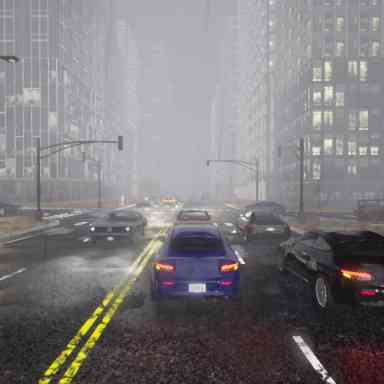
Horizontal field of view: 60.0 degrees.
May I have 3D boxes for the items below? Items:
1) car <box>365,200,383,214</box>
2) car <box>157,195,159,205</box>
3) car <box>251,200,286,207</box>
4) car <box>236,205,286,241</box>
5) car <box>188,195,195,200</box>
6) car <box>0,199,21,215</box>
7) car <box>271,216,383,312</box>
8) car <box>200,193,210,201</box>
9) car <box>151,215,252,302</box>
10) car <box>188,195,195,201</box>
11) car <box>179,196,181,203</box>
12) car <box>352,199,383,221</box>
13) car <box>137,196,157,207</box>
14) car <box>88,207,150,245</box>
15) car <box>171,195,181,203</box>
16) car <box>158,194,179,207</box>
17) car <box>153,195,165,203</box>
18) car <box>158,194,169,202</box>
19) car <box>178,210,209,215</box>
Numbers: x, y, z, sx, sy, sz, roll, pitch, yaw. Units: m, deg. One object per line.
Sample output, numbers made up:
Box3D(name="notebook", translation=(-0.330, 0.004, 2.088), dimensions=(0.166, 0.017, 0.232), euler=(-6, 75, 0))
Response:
Box3D(name="car", translation=(21.754, 1.643, 36.199), dimensions=(4.829, 1.417, 1.752), euler=(1, 0, 1))
Box3D(name="car", translation=(-6.672, 1.460, 57.557), dimensions=(1.837, 1.490, 4.892), euler=(0, 0, 0))
Box3D(name="car", translation=(7.691, 1.584, 34.867), dimensions=(4.181, 1.385, 1.994), euler=(1, 1, 20))
Box3D(name="car", translation=(3.329, 1.555, 16.159), dimensions=(1.994, 1.385, 4.181), euler=(0, 0, -1))
Box3D(name="car", translation=(-0.141, 1.505, 89.114), dimensions=(1.895, 1.301, 4.718), euler=(0, 0, 0))
Box3D(name="car", translation=(-18.509, 1.358, 30.991), dimensions=(4.892, 1.490, 1.837), euler=(1, 1, 2))
Box3D(name="car", translation=(3.340, 1.522, 7.590), dimensions=(1.812, 1.442, 4.674), euler=(0, 0, 0))
Box3D(name="car", translation=(3.126, 1.144, 78.702), dimensions=(2.150, 2.045, 5.566), euler=(0, 0, 0))
Box3D(name="car", translation=(0.088, 1.522, 8.155), dimensions=(1.812, 1.442, 4.674), euler=(0, 0, 0))
Box3D(name="car", translation=(-0.125, 1.467, 78.959), dimensions=(2.033, 1.411, 5.357), euler=(0, 0, 0))
Box3D(name="car", translation=(-3.420, 1.555, 58.596), dimensions=(1.895, 1.301, 4.718), euler=(0, 0, 0))
Box3D(name="car", translation=(16.158, 1.520, 27.904), dimensions=(5.009, 1.841, 2.192), euler=(1, 0, 1))
Box3D(name="car", translation=(-6.673, 1.513, 47.819), dimensions=(2.033, 1.411, 5.357), euler=(0, 0, 0))
Box3D(name="car", translation=(-3.326, 1.592, 15.746), dimensions=(1.895, 1.301, 4.718), euler=(0, 0, 1))
Box3D(name="car", translation=(-3.360, 1.418, 69.124), dimensions=(1.882, 1.535, 5.008), euler=(0, 0, 0))
Box3D(name="car", translation=(-3.421, 1.442, 49.218), dimensions=(1.882, 1.535, 5.008), euler=(0, 0, 0))
Box3D(name="car", translation=(-6.630, 1.448, 66.911), dimensions=(1.837, 1.490, 4.892), euler=(0, 0, 0))
Box3D(name="car", translation=(-6.622, 1.285, 76.836), dimensions=(2.097, 1.767, 4.553), euler=(0, 0, 0))
Box3D(name="car", translation=(0.075, 1.591, 17.321), dimensions=(1.895, 1.301, 4.718), euler=(0, 0, 0))
